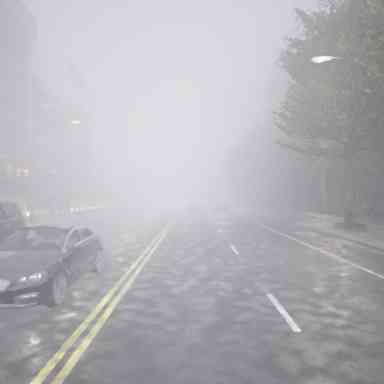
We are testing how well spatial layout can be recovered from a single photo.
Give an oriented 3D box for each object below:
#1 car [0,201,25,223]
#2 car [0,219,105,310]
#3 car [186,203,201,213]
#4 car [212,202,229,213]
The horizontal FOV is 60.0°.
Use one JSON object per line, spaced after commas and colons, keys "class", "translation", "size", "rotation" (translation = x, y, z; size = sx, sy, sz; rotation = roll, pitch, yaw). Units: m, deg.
{"class": "car", "translation": [-7.063, 1.325, 9.899], "size": [2.150, 2.045, 5.566], "rotation": [0, 0, 0]}
{"class": "car", "translation": [-3.570, 1.581, 8.244], "size": [2.128, 1.511, 4.902], "rotation": [0, -1, 0]}
{"class": "car", "translation": [0.169, 2.083, 44.249], "size": [1.895, 1.301, 4.718], "rotation": [0, -1, 0]}
{"class": "car", "translation": [3.667, 2.037, 43.442], "size": [1.994, 1.385, 4.181], "rotation": [0, -1, 0]}
